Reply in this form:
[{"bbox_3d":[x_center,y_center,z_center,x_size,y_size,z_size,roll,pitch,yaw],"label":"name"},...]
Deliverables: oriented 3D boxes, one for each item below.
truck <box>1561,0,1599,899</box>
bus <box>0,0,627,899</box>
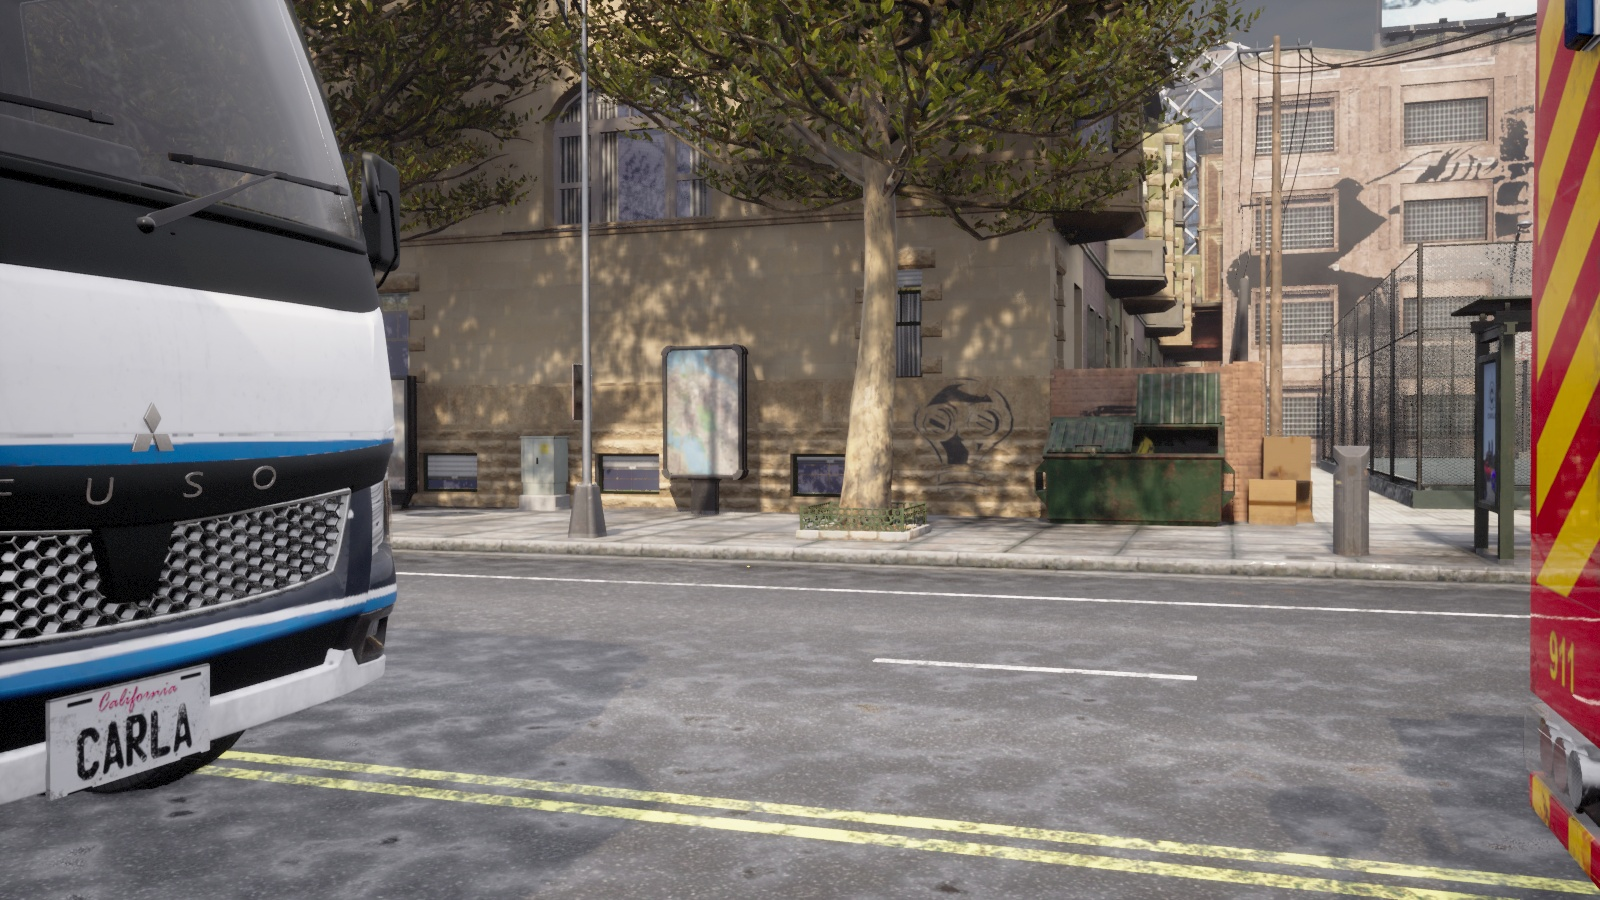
[{"bbox_3d":[5.943,-0.335,1.185,8.468,3.827,2.891,1,1,19],"label":"truck"},{"bbox_3d":[-6.258,-0.658,5.265,10.273,4.253,3.944,1,1,18],"label":"bus"}]
